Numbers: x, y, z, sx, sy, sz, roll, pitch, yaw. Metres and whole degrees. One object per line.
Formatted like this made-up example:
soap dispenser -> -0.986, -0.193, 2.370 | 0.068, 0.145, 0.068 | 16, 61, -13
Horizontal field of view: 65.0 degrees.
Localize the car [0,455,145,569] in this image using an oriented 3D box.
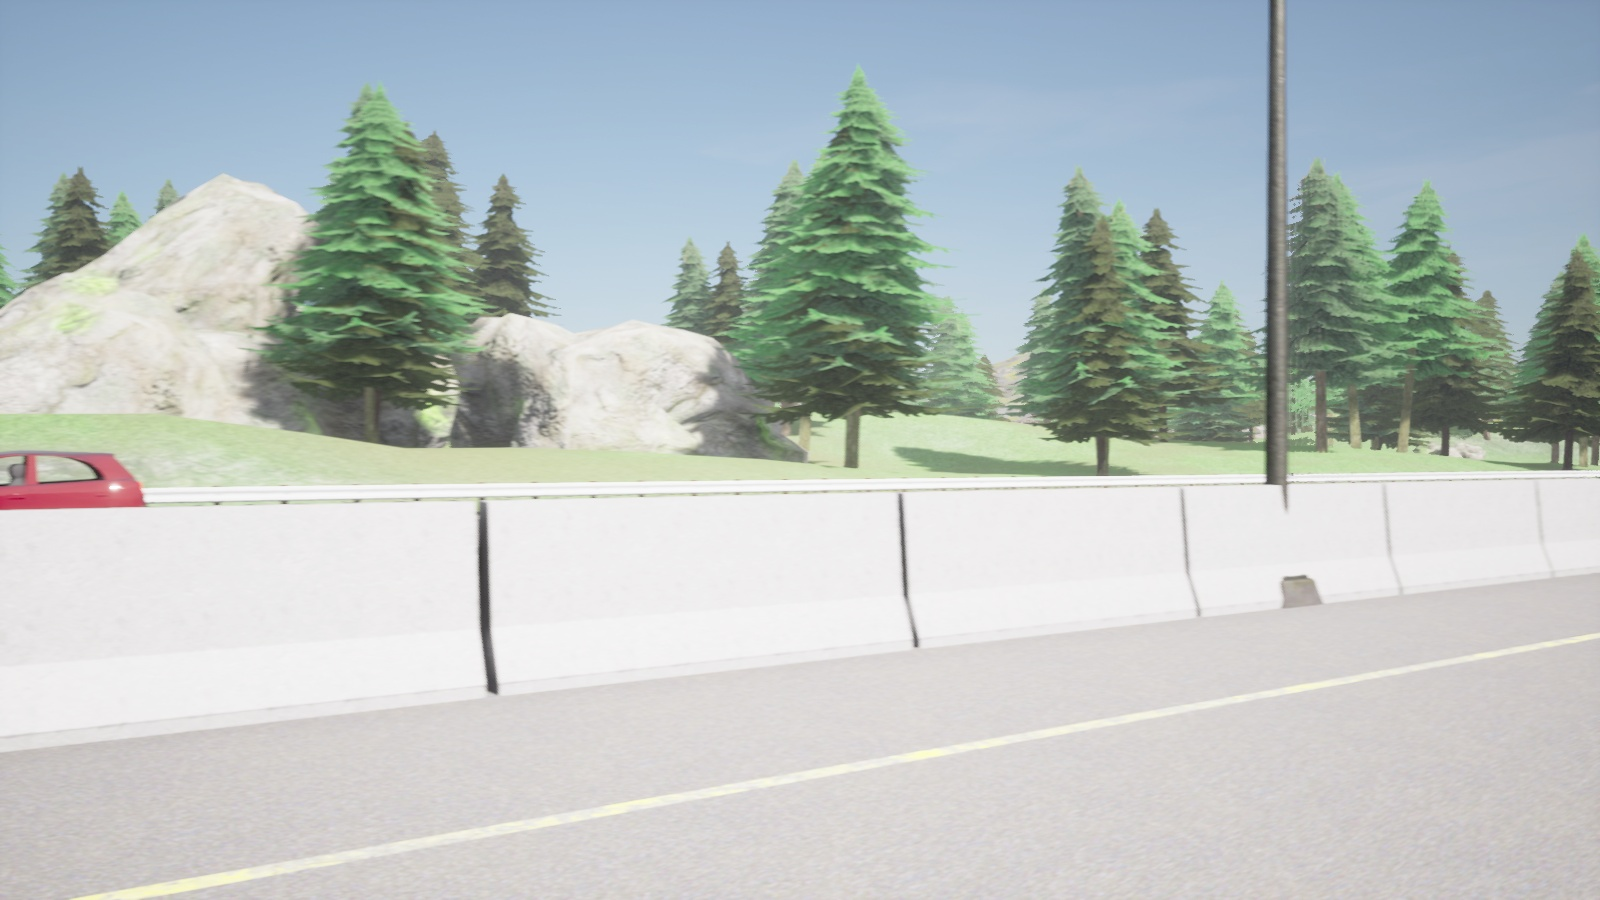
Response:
car -> -11.151, 0.825, 17.219 | 3.633, 1.501, 1.845 | 0, 0, -35
